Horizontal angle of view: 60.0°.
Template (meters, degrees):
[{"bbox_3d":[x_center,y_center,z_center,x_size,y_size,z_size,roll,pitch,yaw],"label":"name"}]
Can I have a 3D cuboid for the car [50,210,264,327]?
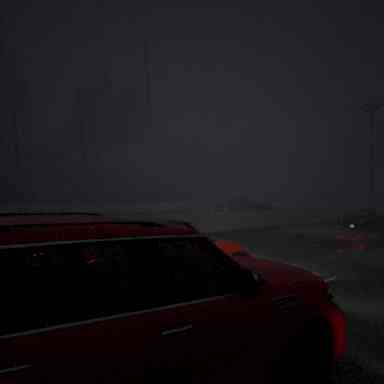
[{"bbox_3d":[-0.647,1.406,7.783,4.553,1.767,2.097,1,-1,-37],"label":"car"}]

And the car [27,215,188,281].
[{"bbox_3d":[-2.555,1.587,10.704,4.674,1.442,1.812,1,-1,-37],"label":"car"}]

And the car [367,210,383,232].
[{"bbox_3d":[11.716,1.857,22.208,4.718,1.301,1.895,1,-1,-40],"label":"car"}]

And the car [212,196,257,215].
[{"bbox_3d":[5.142,1.561,39.766,5.566,2.045,2.150,1,-1,-40],"label":"car"}]

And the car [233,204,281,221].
[{"bbox_3d":[6.188,1.886,31.522,4.718,1.301,1.895,1,-1,-40],"label":"car"}]

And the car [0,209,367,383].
[{"bbox_3d":[-0.805,1.239,3.264,5.566,2.045,2.150,1,-1,-36],"label":"car"}]

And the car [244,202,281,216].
[{"bbox_3d":[8.009,1.909,37.595,4.181,1.385,1.994,1,-1,-40],"label":"car"}]
